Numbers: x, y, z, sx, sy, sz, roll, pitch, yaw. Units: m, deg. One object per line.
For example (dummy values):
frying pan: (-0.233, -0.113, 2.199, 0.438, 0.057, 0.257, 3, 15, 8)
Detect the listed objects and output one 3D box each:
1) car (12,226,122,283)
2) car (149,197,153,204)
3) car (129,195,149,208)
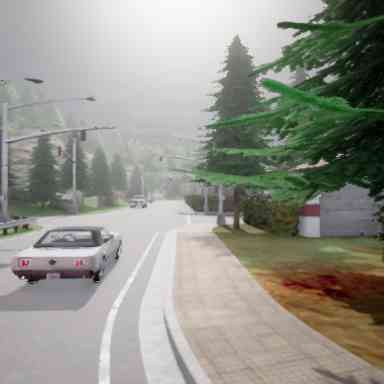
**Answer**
car: (-3.293, 1.656, 9.850, 1.895, 1.301, 4.718, 0, 0, -3)
car: (-9.208, 1.790, 69.344, 2.128, 1.511, 4.902, 0, 0, -2)
car: (-8.677, 1.527, 53.594, 2.150, 2.045, 5.566, 0, -1, -2)
